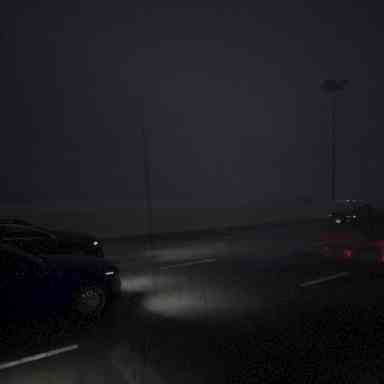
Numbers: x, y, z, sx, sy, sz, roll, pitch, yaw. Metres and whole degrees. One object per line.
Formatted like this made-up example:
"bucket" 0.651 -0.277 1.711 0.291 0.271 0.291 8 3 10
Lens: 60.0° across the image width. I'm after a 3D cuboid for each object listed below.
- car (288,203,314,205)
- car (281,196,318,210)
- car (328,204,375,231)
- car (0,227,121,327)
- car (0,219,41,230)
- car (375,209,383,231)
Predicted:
"car" 12.531 1.438 35.736 4.718 1.301 1.895 0 0 -42
"car" 13.355 1.308 41.189 4.902 1.511 2.128 0 0 -43
"car" 9.838 1.424 19.657 4.674 1.442 1.812 0 0 -38
"car" -3.521 1.524 5.533 4.674 1.442 1.812 0 0 -36
"car" -4.864 1.485 8.876 4.902 1.511 2.128 0 0 -36
"car" 11.120 1.408 16.217 4.892 1.490 1.837 0 0 -37
